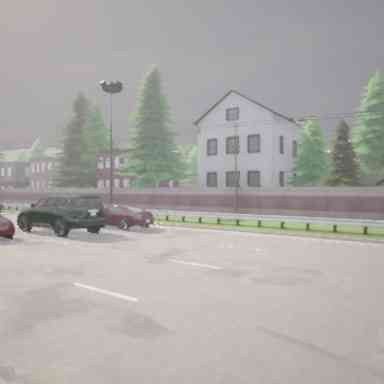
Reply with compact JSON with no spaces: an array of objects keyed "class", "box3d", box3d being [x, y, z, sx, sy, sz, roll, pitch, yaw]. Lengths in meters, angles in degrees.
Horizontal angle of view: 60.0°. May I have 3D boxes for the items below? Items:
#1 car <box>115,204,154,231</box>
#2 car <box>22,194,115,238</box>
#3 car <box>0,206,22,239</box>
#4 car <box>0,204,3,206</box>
[{"class":"car","box3d":[-4.339,1.453,19.970,4.674,1.442,1.812,0,0,35]},{"class":"car","box3d":[-6.908,1.145,17.515,5.566,2.045,2.150,0,0,35]},{"class":"car","box3d":[-10.085,1.482,15.481,4.181,1.385,1.994,0,0,36]},{"class":"car","box3d":[-19.311,1.344,30.660,4.892,1.490,1.837,0,0,36]}]
